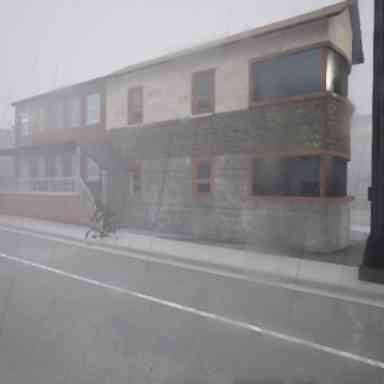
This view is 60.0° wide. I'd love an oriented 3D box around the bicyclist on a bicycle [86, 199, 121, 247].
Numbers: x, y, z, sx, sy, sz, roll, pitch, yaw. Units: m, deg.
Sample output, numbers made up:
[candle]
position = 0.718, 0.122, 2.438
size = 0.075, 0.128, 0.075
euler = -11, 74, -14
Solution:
[bicyclist on a bicycle]
position = -3.223, 1.067, 12.086
size = 0.582, 1.620, 1.656
euler = 2, 10, 35
